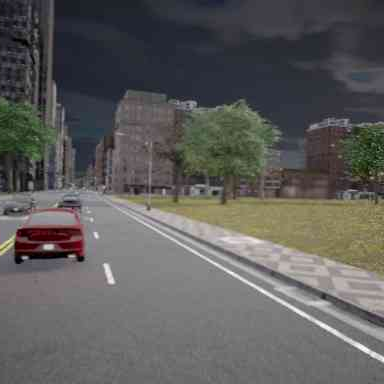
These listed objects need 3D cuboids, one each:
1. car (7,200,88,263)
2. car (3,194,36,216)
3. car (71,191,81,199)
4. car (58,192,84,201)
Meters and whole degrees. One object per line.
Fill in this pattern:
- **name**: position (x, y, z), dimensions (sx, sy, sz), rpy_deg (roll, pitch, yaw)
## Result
- **car**: position (-4.586, 1.269, 11.188), dimensions (1.882, 1.535, 5.008), rpy_deg (2, 0, -19)
- **car**: position (-12.995, 0.956, 25.449), dimensions (1.837, 1.490, 4.892), rpy_deg (2, 0, -18)
- **car**: position (-21.929, 0.553, 62.931), dimensions (1.812, 1.442, 4.674), rpy_deg (2, 0, -19)
- **car**: position (-10.401, 1.030, 28.552), dimensions (1.837, 1.490, 4.892), rpy_deg (2, 0, -19)
